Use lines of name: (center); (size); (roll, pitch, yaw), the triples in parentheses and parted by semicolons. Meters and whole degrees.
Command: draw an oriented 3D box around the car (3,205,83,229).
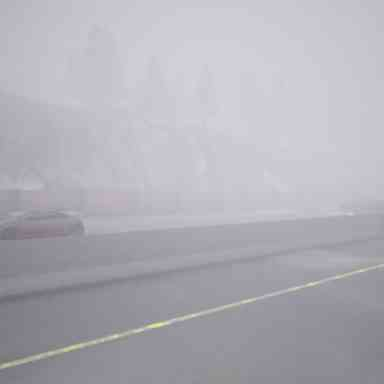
car: (-10.060, 1.598, 22.615); (4.718, 1.301, 1.895); (0, 0, -36)

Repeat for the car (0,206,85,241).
car: (-7.349, 1.562, 15.949); (4.181, 1.385, 1.994); (0, 0, -36)

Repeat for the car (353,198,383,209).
car: (25.429, 1.539, 47.300); (5.357, 1.411, 2.033); (0, 0, -34)

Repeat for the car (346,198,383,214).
car: (18.298, 1.501, 34.028); (4.892, 1.490, 1.837); (1, 0, -34)

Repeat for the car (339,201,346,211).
car: (19.281, 1.471, 38.922); (5.008, 1.535, 1.882); (0, 0, -34)
